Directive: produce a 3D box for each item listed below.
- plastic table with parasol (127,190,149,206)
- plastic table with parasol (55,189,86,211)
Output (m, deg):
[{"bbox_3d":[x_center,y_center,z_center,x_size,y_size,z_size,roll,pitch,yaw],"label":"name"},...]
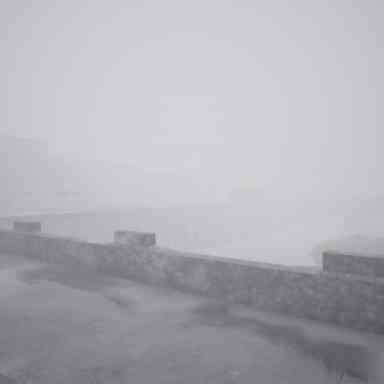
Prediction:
[{"bbox_3d":[-8.433,0.923,52.003,2.482,2.480,2.482,0,0,36],"label":"plastic table with parasol"},{"bbox_3d":[-14.231,0.923,38.954,2.482,2.480,2.482,0,0,36],"label":"plastic table with parasol"}]
